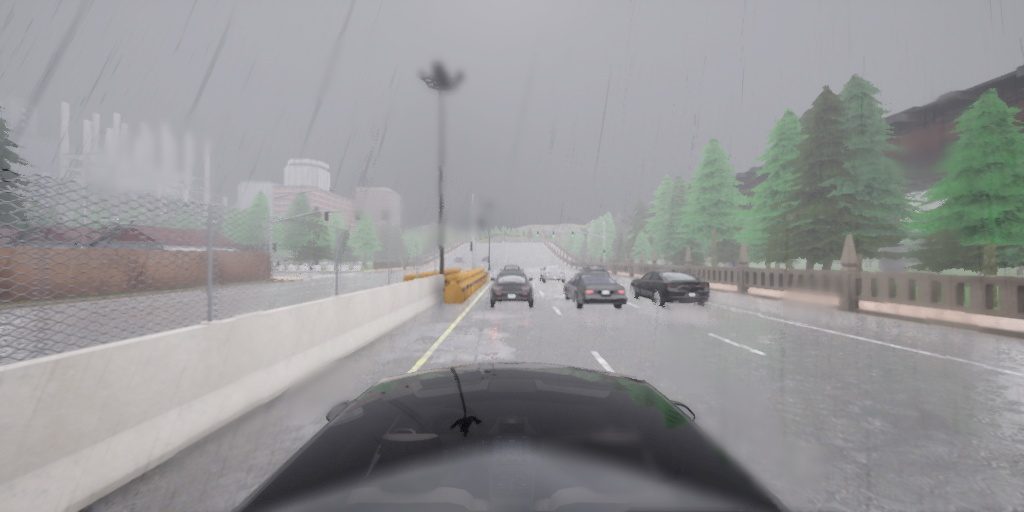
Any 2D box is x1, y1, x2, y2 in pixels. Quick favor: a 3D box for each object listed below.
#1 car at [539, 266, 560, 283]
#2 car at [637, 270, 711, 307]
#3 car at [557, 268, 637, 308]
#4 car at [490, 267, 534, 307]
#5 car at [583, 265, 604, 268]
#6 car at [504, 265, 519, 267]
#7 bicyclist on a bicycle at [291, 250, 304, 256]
[{"bbox_3d":[3.492,1.551,31.265,1.812,1.442,4.674,0,0,0],"label":"car"},{"bbox_3d":[6.998,1.365,16.376,1.882,1.535,5.008,0,0,0],"label":"car"},{"bbox_3d":[3.494,1.429,15.876,2.033,1.411,5.357,0,-1,0],"label":"car"},{"bbox_3d":[-0.002,1.411,16.267,1.812,1.442,4.674,0,0,0],"label":"car"},{"bbox_3d":[6.991,1.517,31.186,2.128,1.511,4.902,0,0,0],"label":"car"},{"bbox_3d":[-0.009,1.533,31.194,1.837,1.490,4.892,0,0,0],"label":"car"},{"bbox_3d":[-32.796,-0.465,54.827,1.620,0.582,1.656,-1,37,-25],"label":"bicyclist on a bicycle"}]
